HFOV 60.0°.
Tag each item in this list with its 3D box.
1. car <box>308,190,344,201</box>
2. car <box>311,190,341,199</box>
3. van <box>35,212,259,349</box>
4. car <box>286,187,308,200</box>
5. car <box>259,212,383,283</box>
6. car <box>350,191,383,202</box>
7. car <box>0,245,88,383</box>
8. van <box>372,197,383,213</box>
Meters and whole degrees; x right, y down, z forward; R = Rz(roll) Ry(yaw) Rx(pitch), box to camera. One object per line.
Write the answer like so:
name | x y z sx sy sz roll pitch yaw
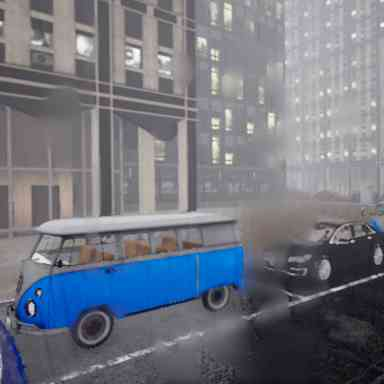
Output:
car | 18.656 0.579 45.687 1.802 1.307 4.206 0 1 -36
car | 22.182 0.354 55.149 1.802 1.307 4.206 0 1 -36
van | -0.890 1.307 5.926 3.998 1.788 1.690 -1 0 -36
car | 15.412 0.205 50.214 2.192 1.841 5.009 0 1 -36
car | 3.710 1.445 9.207 4.403 1.369 2.008 -1 0 -35
car | 21.907 0.545 41.156 1.967 1.590 4.097 0 1 -36
car | -3.002 1.375 1.236 4.553 1.767 2.097 -1 1 -35
van | 8.306 1.164 12.486 3.998 1.788 1.690 -1 0 -36
